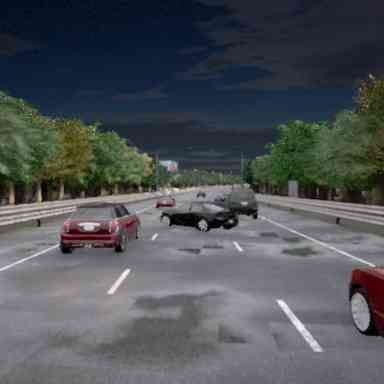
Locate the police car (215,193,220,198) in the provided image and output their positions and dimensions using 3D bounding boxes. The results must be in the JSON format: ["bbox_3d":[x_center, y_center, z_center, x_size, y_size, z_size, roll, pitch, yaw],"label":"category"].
[{"bbox_3d":[3.851,1.002,36.411,1.930,1.638,5.238,0,1,1],"label":"police car"}]

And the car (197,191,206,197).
[{"bbox_3d":[2.316,0.542,82.156,1.837,1.490,4.892,0,1,4],"label":"car"}]

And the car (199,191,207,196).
[{"bbox_3d":[2.981,0.466,92.229,2.033,1.411,5.357,0,1,4],"label":"car"}]

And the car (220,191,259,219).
[{"bbox_3d":[3.635,0.925,25.405,2.150,2.045,5.566,0,1,1],"label":"car"}]

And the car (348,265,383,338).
[{"bbox_3d":[3.500,1.436,3.504,1.882,1.535,5.008,0,1,0],"label":"car"}]

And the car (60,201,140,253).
[{"bbox_3d":[-3.374,1.196,13.074,2.097,1.767,4.553,0,1,0],"label":"car"}]

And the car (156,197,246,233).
[{"bbox_3d":[0.284,1.262,18.316,1.882,1.535,5.008,-1,1,-42],"label":"car"}]
